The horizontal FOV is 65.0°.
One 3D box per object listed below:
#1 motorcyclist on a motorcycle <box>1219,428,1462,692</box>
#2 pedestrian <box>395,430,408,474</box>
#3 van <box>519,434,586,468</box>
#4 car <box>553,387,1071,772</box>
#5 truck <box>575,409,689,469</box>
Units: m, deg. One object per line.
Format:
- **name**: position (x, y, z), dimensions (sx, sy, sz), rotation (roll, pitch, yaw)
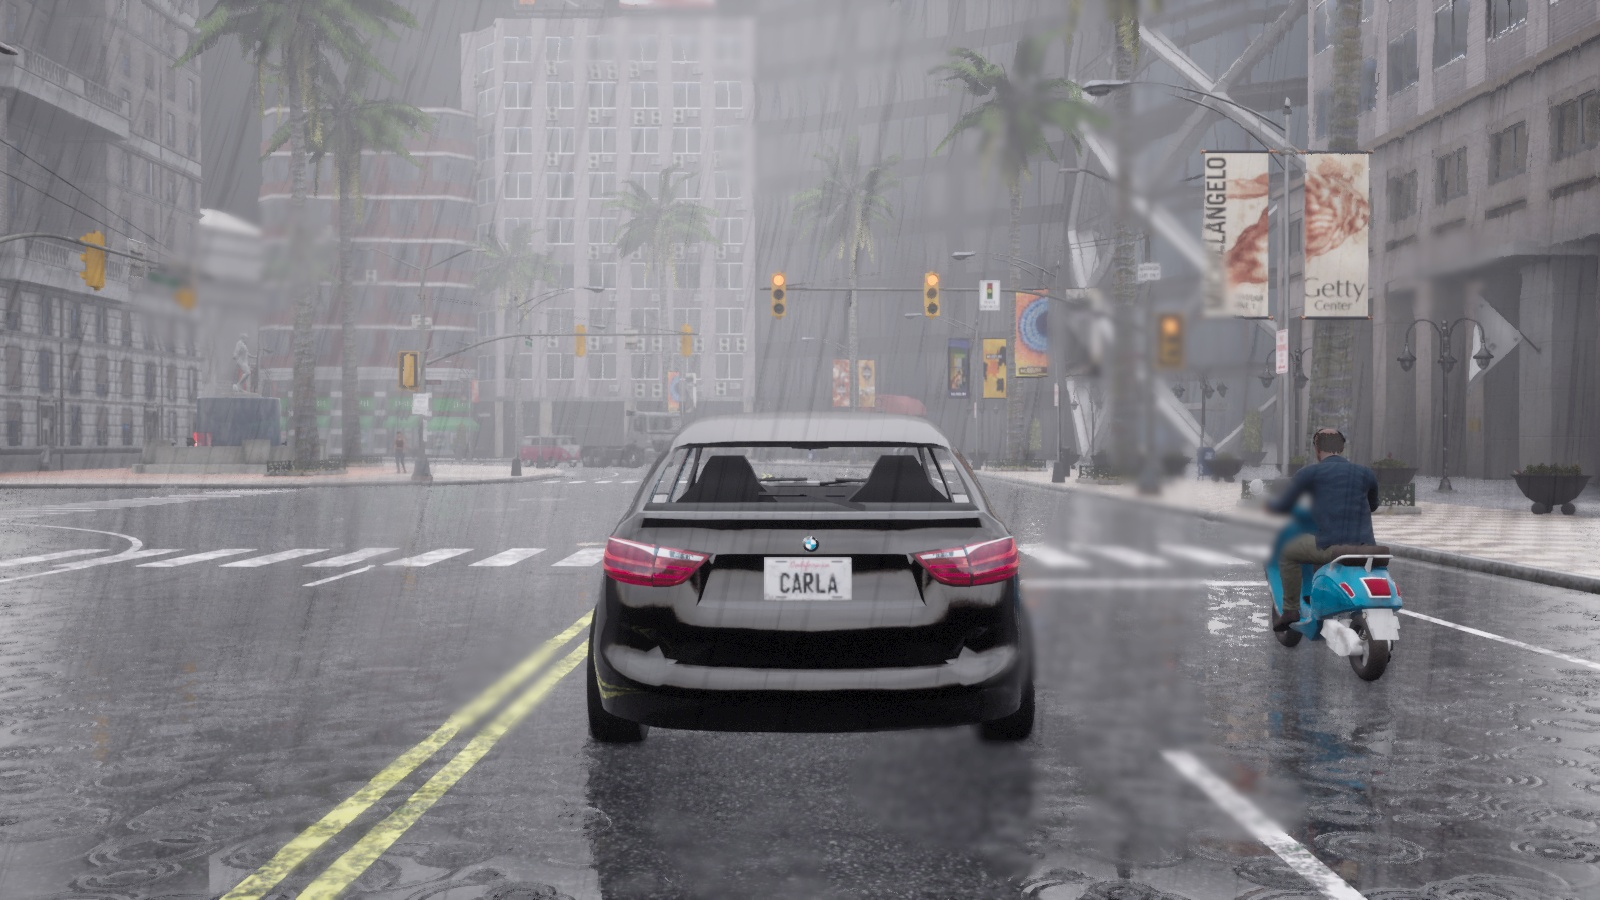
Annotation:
- **motorcyclist on a motorcycle**: position (3.552, 0.655, 8.461), dimensions (0.866, 1.590, 1.817), rotation (0, 0, 1)
- **pedestrian**: position (-16.988, 0.087, 53.521), dimensions (0.345, 1.836, 0.594), rotation (0, 0, -1)
- **van**: position (-15.108, 0.055, 76.503), dimensions (4.442, 1.987, 1.775), rotation (0, 0, 44)
- **car**: position (0.062, 0.547, 7.745), dimensions (2.242, 1.667, 4.611), rotation (0, 0, 0)
- **truck**: position (-10.311, -0.675, 76.412), dimensions (2.891, 3.462, 7.936), rotation (0, 0, -41)
